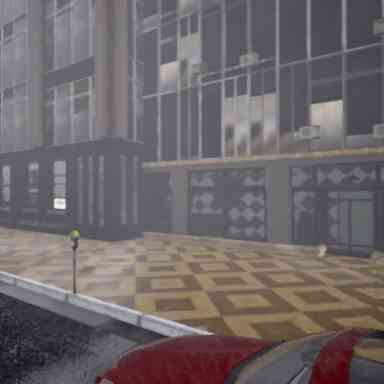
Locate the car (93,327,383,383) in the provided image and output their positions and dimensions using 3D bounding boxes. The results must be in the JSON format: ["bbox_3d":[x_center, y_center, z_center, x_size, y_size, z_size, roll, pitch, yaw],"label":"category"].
[{"bbox_3d":[1.066,1.581,1.968,4.206,1.307,1.802,0,0,35],"label":"car"}]
